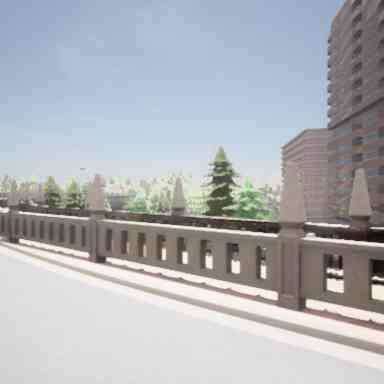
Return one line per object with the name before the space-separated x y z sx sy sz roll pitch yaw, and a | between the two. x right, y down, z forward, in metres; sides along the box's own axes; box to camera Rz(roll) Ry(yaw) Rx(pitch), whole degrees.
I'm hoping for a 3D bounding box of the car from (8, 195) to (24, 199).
car | -34.602 1.468 66.385 2.150 2.045 5.566 0 0 -2
